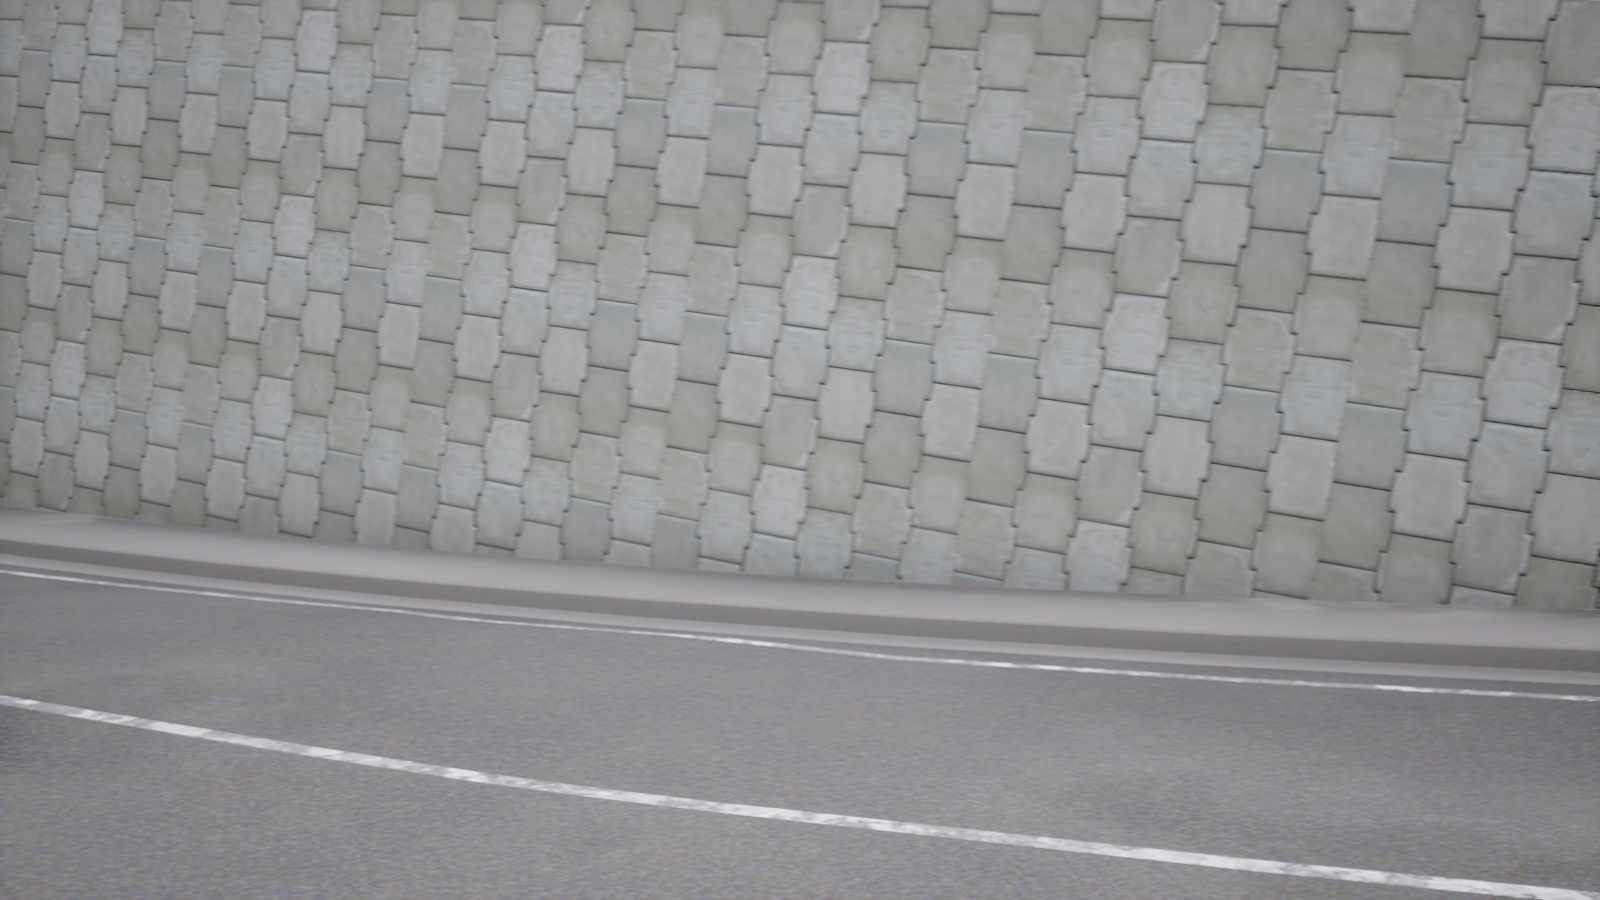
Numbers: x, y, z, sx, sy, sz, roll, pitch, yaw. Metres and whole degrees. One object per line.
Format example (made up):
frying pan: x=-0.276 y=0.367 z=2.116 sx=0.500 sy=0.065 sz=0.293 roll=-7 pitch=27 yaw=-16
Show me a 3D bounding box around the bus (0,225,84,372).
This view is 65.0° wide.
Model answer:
bus: x=-26.429 y=-4.813 z=35.617 sx=3.944 sy=4.253 sz=10.273 roll=10 pitch=4 yaw=17
